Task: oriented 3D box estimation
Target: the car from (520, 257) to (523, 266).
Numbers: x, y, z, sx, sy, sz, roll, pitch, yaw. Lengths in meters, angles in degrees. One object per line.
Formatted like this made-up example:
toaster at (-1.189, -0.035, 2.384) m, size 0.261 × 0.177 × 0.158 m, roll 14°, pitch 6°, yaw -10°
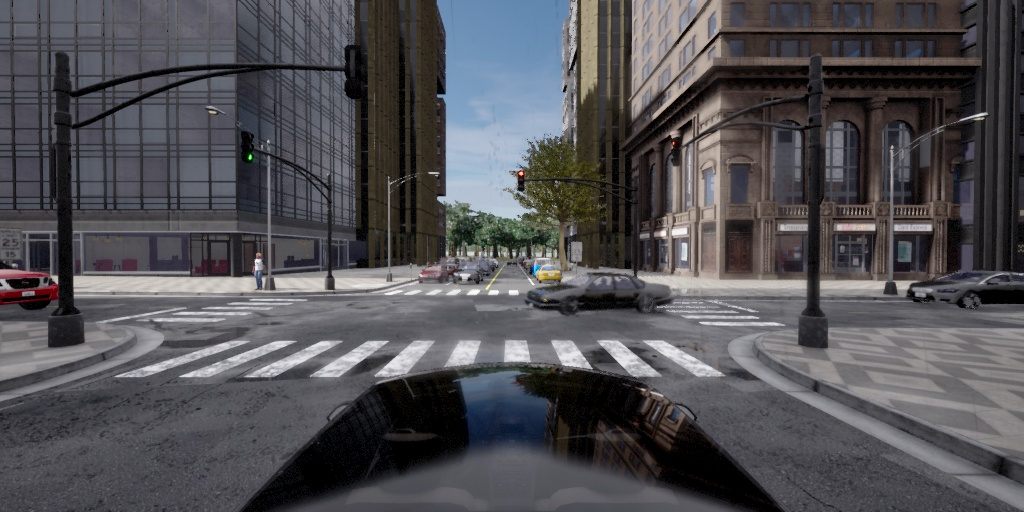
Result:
car at (2.701, 1.211, 55.412) m, size 1.888 × 1.381 × 4.507 m, roll 0°, pitch 0°, yaw 0°

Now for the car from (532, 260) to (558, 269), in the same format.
car at (2.733, 1.253, 27.184) m, size 1.751 × 1.417 × 4.829 m, roll 0°, pitch 0°, yaw 0°

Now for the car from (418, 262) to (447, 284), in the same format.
car at (-5.792, 1.310, 26.996) m, size 1.802 × 1.307 × 4.207 m, roll 0°, pitch 0°, yaw 0°

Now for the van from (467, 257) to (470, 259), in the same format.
van at (-5.805, 1.049, 38.356) m, size 1.690 × 1.789 × 3.998 m, roll 0°, pitch 0°, yaw 0°

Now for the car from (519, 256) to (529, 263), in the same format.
car at (2.694, 1.201, 61.091) m, size 2.007 × 1.370 × 4.403 m, roll 0°, pitch 0°, yaw 0°

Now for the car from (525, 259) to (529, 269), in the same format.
car at (2.720, 1.274, 38.374) m, size 1.948 × 1.339 × 4.313 m, roll 0°, pitch 0°, yaw 0°

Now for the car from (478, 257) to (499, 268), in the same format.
car at (-3.138, 1.182, 46.441) m, size 2.128 × 1.511 × 4.902 m, roll 0°, pitch 0°, yaw 0°

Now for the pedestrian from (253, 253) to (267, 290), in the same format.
pedestrian at (-12.541, 0.740, 17.816) m, size 0.375 × 1.860 × 0.375 m, roll 0°, pitch 0°, yaw 0°

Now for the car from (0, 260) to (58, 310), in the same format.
car at (-18.386, 0.841, 11.560) m, size 5.566 × 2.045 × 2.150 m, roll 1°, pitch 1°, yaw 0°

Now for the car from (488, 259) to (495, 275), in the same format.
car at (-3.133, 1.260, 36.329) m, size 2.033 × 1.411 × 5.357 m, roll 0°, pitch 0°, yaw 0°

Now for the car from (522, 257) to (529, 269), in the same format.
car at (2.707, 1.207, 49.903) m, size 1.751 × 1.417 × 4.829 m, roll 0°, pitch 0°, yaw 0°

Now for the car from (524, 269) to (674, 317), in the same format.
car at (3.215, 1.324, 13.078) m, size 5.357 × 1.411 × 2.033 m, roll 1°, pitch 0°, yaw -17°

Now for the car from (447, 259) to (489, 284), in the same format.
car at (-3.134, 1.220, 26.507) m, size 2.128 × 1.511 × 4.902 m, roll 0°, pitch 0°, yaw 1°

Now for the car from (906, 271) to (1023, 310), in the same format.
car at (19.410, 1.365, 14.882) m, size 4.902 × 1.511 × 2.128 m, roll 0°, pitch 1°, yaw 0°

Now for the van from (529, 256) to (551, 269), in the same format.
van at (2.727, 1.060, 32.694) m, size 1.690 × 1.789 × 3.998 m, roll 0°, pitch 0°, yaw 0°

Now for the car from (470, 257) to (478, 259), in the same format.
car at (-5.812, 1.010, 44.036) m, size 2.192 × 1.841 × 5.009 m, roll 0°, pitch 0°, yaw 0°

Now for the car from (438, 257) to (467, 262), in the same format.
car at (-5.799, 1.033, 32.676) m, size 2.192 × 1.841 × 5.009 m, roll 0°, pitch 0°, yaw 0°
